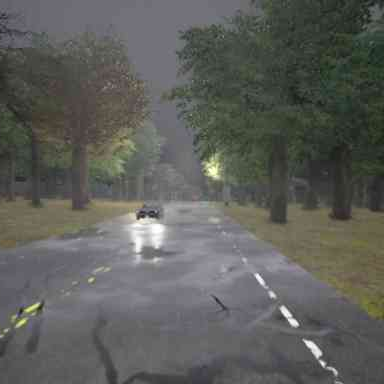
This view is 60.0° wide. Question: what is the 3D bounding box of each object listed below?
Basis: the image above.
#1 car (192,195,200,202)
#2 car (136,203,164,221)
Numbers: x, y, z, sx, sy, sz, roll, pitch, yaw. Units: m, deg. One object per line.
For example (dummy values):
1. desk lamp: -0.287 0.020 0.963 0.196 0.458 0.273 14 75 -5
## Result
1. car: 0.992 1.900 93.694 2.150 2.045 5.566 0 -1 1
2. car: -3.442 1.582 27.719 1.895 1.301 4.718 0 0 0
